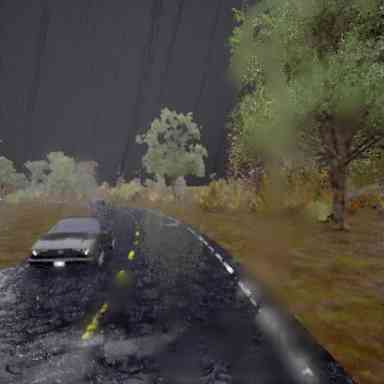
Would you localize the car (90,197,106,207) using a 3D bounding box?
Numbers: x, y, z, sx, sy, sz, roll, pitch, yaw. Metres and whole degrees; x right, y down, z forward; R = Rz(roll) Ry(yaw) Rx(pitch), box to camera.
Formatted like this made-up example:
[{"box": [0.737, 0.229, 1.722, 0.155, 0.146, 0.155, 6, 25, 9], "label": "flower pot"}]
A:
[{"box": [-14.431, 1.502, 50.777, 2.033, 1.411, 5.357, 0, 0, -24], "label": "car"}]

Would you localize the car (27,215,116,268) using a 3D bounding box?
[{"box": [-3.793, 1.526, 11.511, 2.033, 1.411, 5.357, 0, 0, -6], "label": "car"}]
